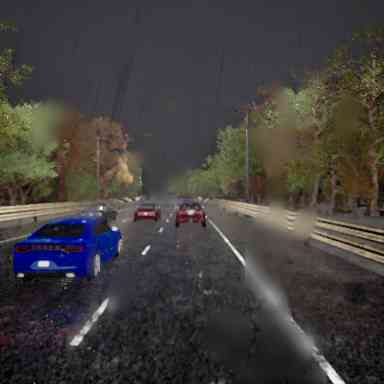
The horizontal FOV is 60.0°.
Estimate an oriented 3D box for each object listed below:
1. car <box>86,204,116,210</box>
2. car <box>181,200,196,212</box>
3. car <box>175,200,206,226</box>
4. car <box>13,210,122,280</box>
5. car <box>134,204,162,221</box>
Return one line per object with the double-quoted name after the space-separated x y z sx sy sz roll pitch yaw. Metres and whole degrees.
-7.139 1.667 25.911 2.033 1.411 5.357 0 0 -1 "car"
-0.510 1.721 42.191 1.812 1.442 4.674 0 0 -1 "car"
-0.124 1.464 24.481 2.097 1.767 4.553 0 0 -1 "car"
-3.451 1.525 10.171 1.882 1.535 5.008 0 0 0 "car"
-3.693 1.693 28.217 1.994 1.385 4.181 0 0 -1 "car"
